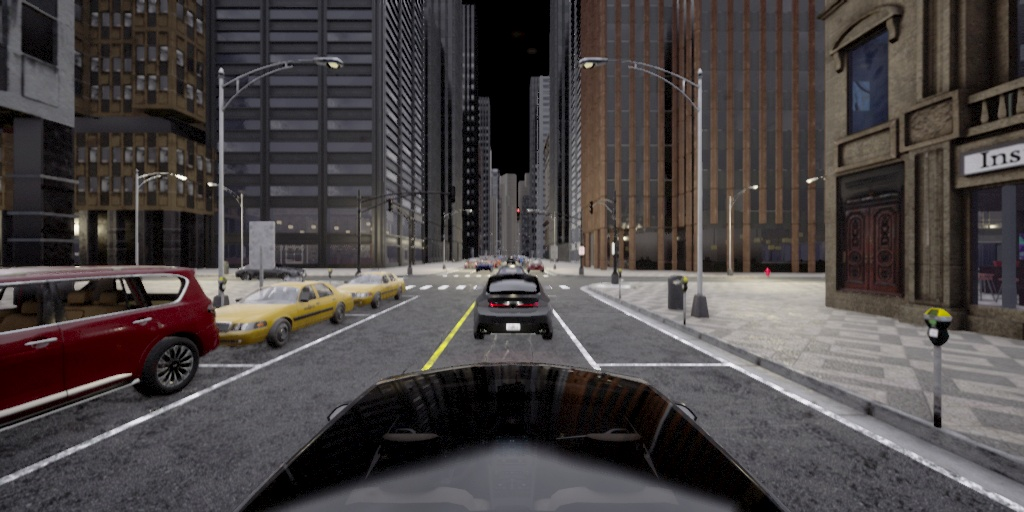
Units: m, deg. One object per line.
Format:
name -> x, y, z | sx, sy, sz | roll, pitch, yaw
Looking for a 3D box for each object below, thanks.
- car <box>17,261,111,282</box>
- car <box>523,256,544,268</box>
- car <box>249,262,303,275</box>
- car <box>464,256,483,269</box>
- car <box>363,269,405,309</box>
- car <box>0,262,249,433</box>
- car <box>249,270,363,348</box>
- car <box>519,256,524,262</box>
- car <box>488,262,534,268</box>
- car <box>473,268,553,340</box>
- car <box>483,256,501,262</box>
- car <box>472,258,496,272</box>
car -> -32.992, 1.107, 26.515 | 4.674, 1.442, 1.812 | 0, 0, 0
car -> 2.662, 1.085, 41.817 | 1.967, 1.591, 4.097 | 0, 0, 0
car -> -17.848, 1.153, 26.649 | 4.674, 1.442, 1.812 | 0, 0, -2
car -> -5.891, 1.058, 52.994 | 1.967, 1.591, 4.097 | 0, 0, 0
car -> -5.795, 1.239, 14.831 | 1.751, 1.417, 4.829 | 0, 0, 0
car -> -5.767, 1.059, 3.798 | 2.192, 1.841, 5.009 | 0, 0, 0
car -> -5.780, 1.255, 9.230 | 1.751, 1.417, 4.829 | 0, 0, 0
car -> 2.620, 1.155, 58.643 | 2.007, 1.370, 4.403 | 0, 0, 0
car -> -0.046, 1.247, 20.252 | 2.033, 1.411, 5.357 | 0, 0, 0
car -> 0.036, 1.232, 9.922 | 1.837, 1.490, 4.892 | 0, 0, 0
car -> -3.211, 0.972, 53.322 | 2.097, 1.767, 4.553 | 0, 0, 0
car -> -3.192, 1.245, 42.329 | 1.895, 1.301, 4.718 | 0, 0, 0
